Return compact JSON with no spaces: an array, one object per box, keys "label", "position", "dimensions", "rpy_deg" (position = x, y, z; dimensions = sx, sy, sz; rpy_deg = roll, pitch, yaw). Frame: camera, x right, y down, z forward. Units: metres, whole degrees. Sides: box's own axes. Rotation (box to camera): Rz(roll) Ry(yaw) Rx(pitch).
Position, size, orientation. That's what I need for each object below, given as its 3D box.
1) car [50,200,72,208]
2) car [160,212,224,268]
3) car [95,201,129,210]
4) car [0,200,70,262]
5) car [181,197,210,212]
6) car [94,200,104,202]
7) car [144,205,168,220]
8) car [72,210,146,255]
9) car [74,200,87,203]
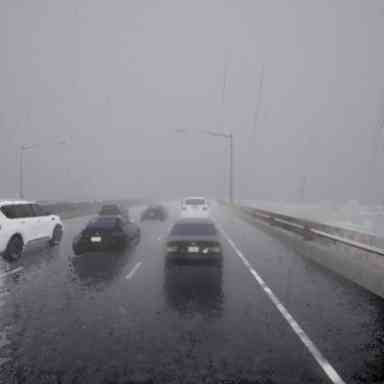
[{"label":"car","position":[-23.456,2.075,59.723],"dimensions":[1.994,1.385,4.181],"rpy_deg":[0,-1,3]},{"label":"car","position":[0.077,1.635,11.597],"dimensions":[2.033,1.411,5.357],"rpy_deg":[0,0,1]},{"label":"car","position":[-6.686,1.734,28.752],"dimensions":[1.837,1.490,4.892],"rpy_deg":[0,0,2]},{"label":"car","position":[-6.905,1.319,12.680],"dimensions":[2.150,2.045,5.566],"rpy_deg":[0,0,1]},{"label":"car","position":[0.282,1.440,27.503],"dimensions":[2.150,2.045,5.566],"rpy_deg":[0,0,2]},{"label":"car","position":[-16.474,2.071,59.471],"dimensions":[1.994,1.385,4.181],"rpy_deg":[0,-1,2]},{"label":"car","position":[-3.181,1.794,28.854],"dimensions":[1.994,1.385,4.181],"rpy_deg":[0,0,2]},{"label":"car","position":[-3.382,1.670,13.877],"dimensions":[1.994,1.385,4.181],"rpy_deg":[0,0,1]},{"label":"car","position":[-19.963,2.110,59.554],"dimensions":[1.895,1.301,4.718],"rpy_deg":[0,-1,3]}]
